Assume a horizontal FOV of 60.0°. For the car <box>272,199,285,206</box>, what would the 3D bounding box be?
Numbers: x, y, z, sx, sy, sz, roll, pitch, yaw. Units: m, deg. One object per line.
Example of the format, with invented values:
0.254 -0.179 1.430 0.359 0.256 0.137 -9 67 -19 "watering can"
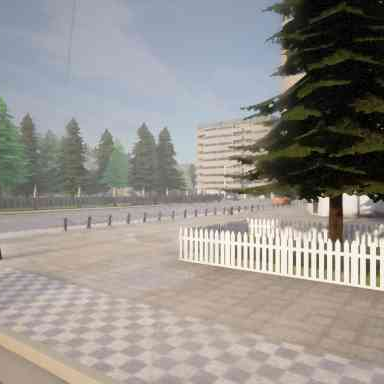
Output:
15.370 1.352 56.721 2.097 1.767 4.553 0 0 36 "car"
